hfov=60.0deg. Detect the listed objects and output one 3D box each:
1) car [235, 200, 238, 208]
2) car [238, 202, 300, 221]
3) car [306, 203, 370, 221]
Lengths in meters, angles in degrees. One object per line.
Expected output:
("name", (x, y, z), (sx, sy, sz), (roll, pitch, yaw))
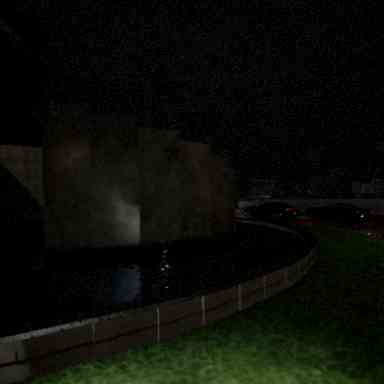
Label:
("car", (6.376, 1.878, 52.896), (1.994, 1.385, 4.181), (-2, -1, 13))
("car", (6.572, 1.573, 27.932), (1.882, 1.535, 5.008), (-1, -1, -37))
("car", (11.539, 1.559, 26.738), (1.895, 1.301, 4.718), (-1, -1, -32))
